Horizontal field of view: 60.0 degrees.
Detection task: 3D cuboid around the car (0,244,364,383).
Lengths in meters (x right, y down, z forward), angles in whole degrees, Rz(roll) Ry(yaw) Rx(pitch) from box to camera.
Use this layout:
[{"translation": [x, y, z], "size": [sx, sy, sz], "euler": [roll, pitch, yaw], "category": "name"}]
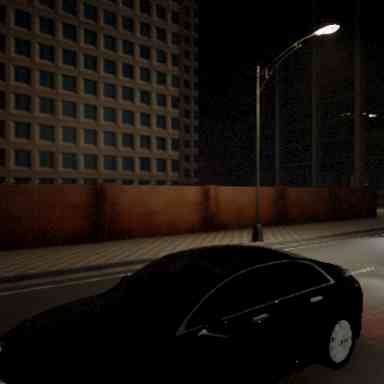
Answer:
[{"translation": [0.247, 1.505, 4.160], "size": [4.892, 1.490, 1.837], "euler": [0, 0, -35], "category": "car"}]
